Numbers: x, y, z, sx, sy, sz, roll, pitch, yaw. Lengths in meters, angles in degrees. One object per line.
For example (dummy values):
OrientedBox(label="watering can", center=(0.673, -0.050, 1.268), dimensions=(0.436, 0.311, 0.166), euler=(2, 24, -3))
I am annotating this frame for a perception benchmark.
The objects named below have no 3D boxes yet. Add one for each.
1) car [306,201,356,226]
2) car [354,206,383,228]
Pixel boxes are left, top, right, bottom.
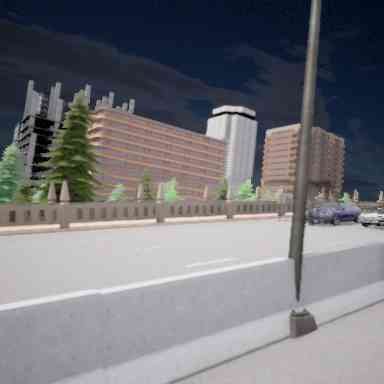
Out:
OrientedBox(label="car", center=(10.391, 1.443, 24.305), dimensions=(4.553, 1.767, 2.097), euler=(0, 0, -35))
OrientedBox(label="car", center=(13.023, 1.695, 21.885), dimensions=(4.718, 1.301, 1.895), euler=(0, 0, -35))
